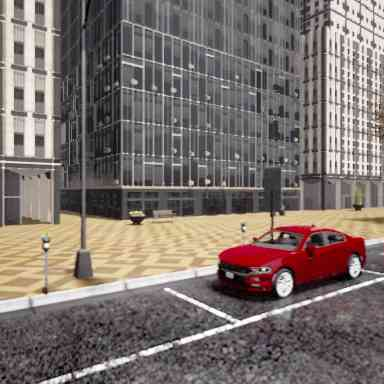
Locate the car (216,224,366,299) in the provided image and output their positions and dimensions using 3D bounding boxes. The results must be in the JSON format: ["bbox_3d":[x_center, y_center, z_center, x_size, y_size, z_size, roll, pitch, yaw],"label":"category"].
[{"bbox_3d":[2.637,1.545,8.444,4.507,1.381,1.887,0,0,-36],"label":"car"}]
